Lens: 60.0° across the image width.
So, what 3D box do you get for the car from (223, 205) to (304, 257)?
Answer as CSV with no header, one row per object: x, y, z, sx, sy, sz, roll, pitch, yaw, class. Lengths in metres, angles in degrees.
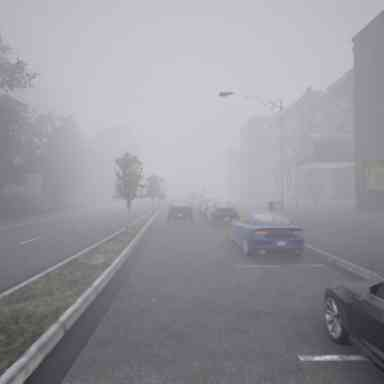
2.718,1.476,12.966,2.097,1.535,5.008,0,0,-2,car

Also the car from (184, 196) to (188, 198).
-1.872,1.532,42.903,1.895,1.301,4.718,0,0,-3,car

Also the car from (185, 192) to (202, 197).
0.604,1.128,51.668,2.435,2.045,5.566,0,0,-3,car

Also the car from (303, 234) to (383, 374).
3.054,1.509,3.374,2.163,1.488,4.792,0,0,0,car

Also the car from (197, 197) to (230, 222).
1.816,1.491,29.485,2.002,1.452,4.674,0,0,-3,car

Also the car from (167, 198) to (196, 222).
-0.950,1.453,25.944,1.882,1.535,5.008,0,0,-3,car

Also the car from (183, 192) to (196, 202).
-0.608,1.010,73.820,2.435,2.045,5.566,0,0,-3,car

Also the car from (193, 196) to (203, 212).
1.511,1.466,35.054,2.163,1.488,4.792,0,0,-3,car

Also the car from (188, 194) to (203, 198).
0.906,1.432,46.132,2.163,1.488,4.792,0,0,-3,car

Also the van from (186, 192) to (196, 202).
-0.309,1.069,68.370,1.878,1.987,4.442,0,0,-3,van
